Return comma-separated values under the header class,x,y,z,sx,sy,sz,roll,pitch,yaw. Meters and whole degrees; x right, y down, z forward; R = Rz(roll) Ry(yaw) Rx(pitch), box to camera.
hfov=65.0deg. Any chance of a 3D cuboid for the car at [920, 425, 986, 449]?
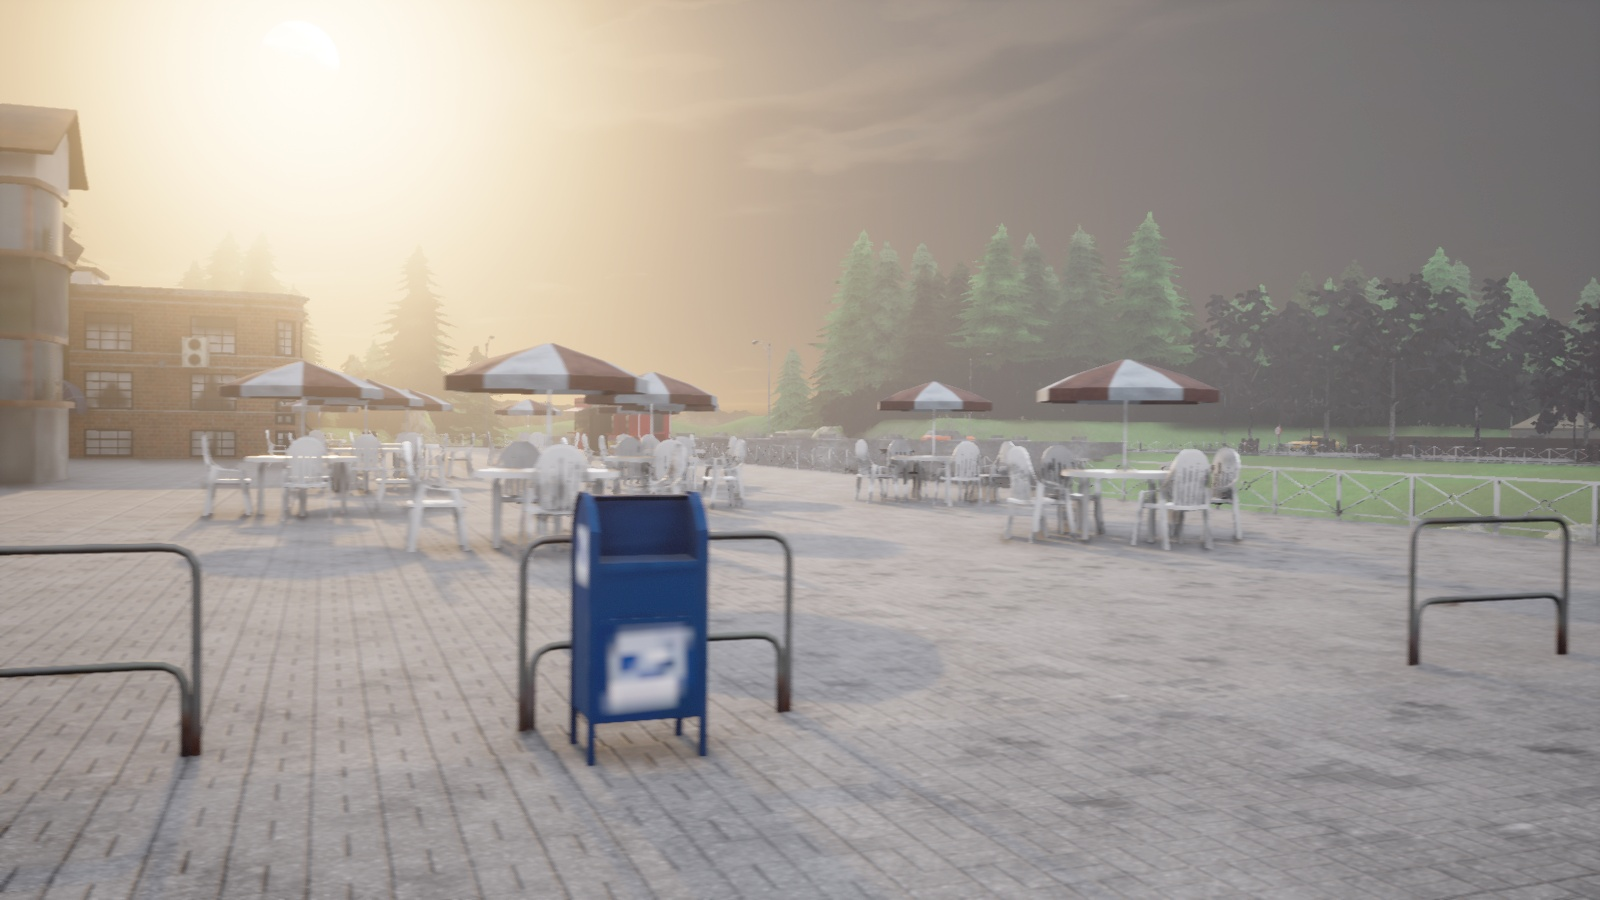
class,x,y,z,sx,sy,sz,roll,pitch,yaw
car,11.768,-1.039,96.393,4.553,1.767,2.097,-1,1,-21
